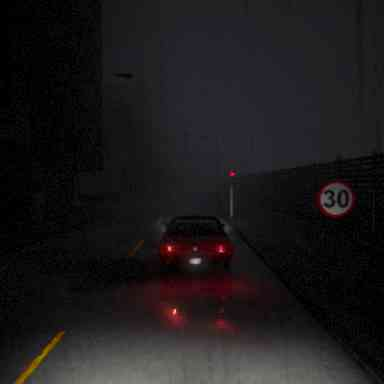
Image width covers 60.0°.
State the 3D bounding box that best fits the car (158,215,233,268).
[{"bbox_3d":[0.092,1.360,10.344,1.895,1.301,4.718,0,1,0],"label":"car"}]

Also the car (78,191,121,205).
[{"bbox_3d":[-10.489,0.620,37.918,4.902,1.511,2.128,0,0,11],"label":"car"}]
